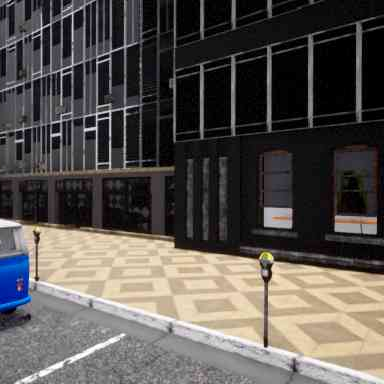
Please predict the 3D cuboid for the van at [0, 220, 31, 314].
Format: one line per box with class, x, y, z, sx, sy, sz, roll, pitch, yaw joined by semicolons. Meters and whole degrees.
van;-4.728;1.340;6.260;3.998;1.788;1.690;0;0;36
